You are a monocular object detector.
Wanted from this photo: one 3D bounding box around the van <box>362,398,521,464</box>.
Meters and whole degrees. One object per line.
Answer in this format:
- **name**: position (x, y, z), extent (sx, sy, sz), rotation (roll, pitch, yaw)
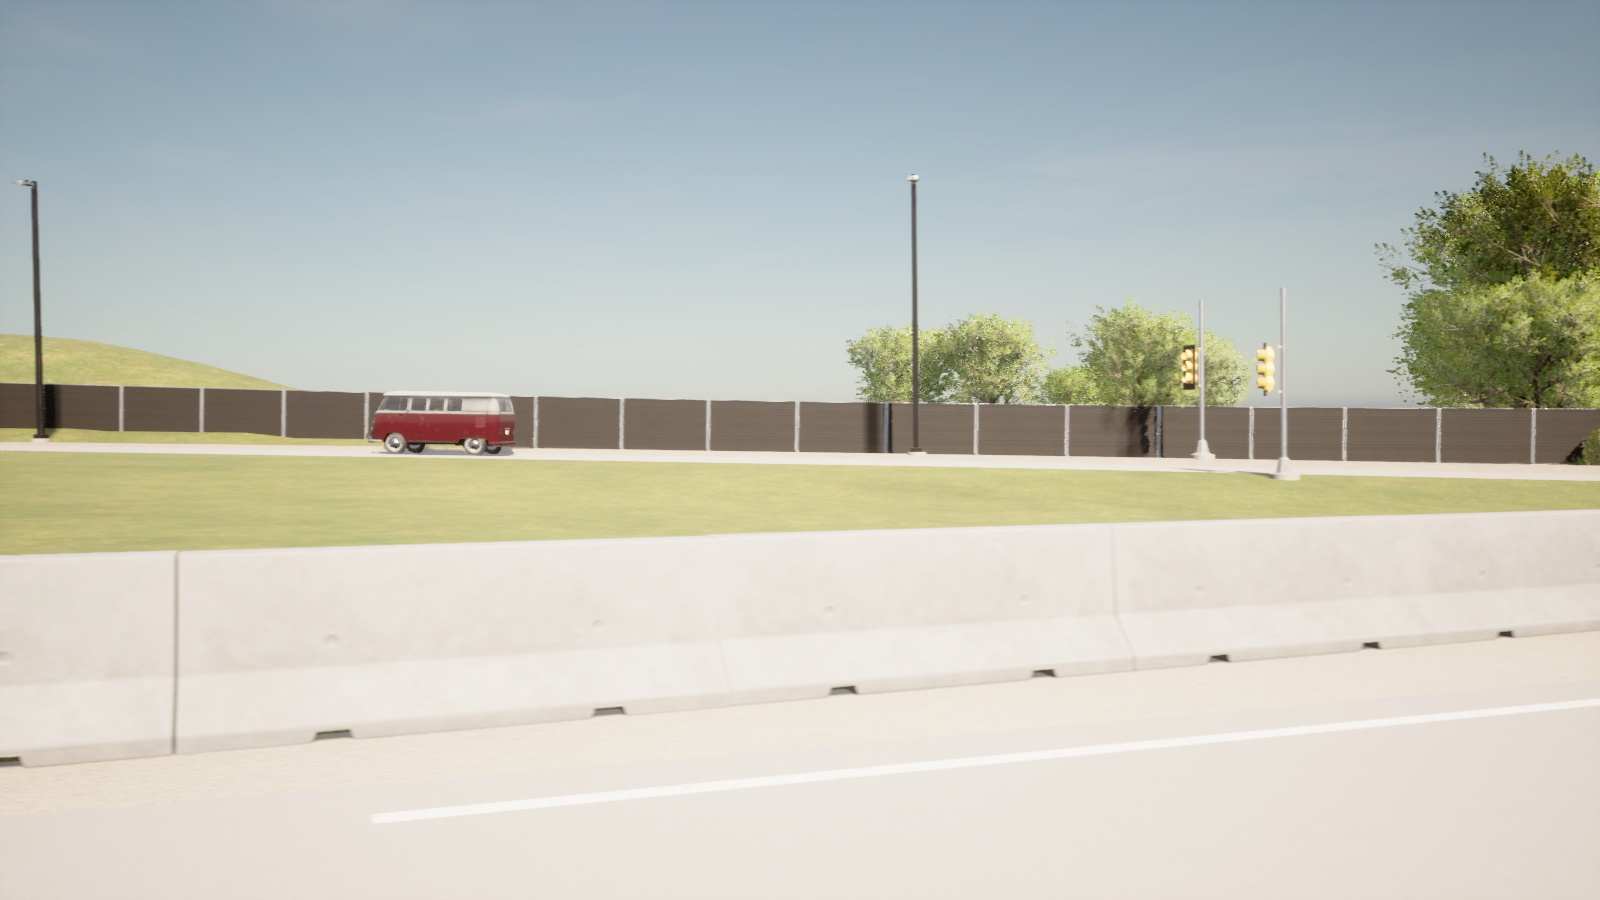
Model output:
- **van**: position (-11.217, -0.603, 39.419), extent (4.442, 1.987, 1.775), rotation (0, 2, 6)
